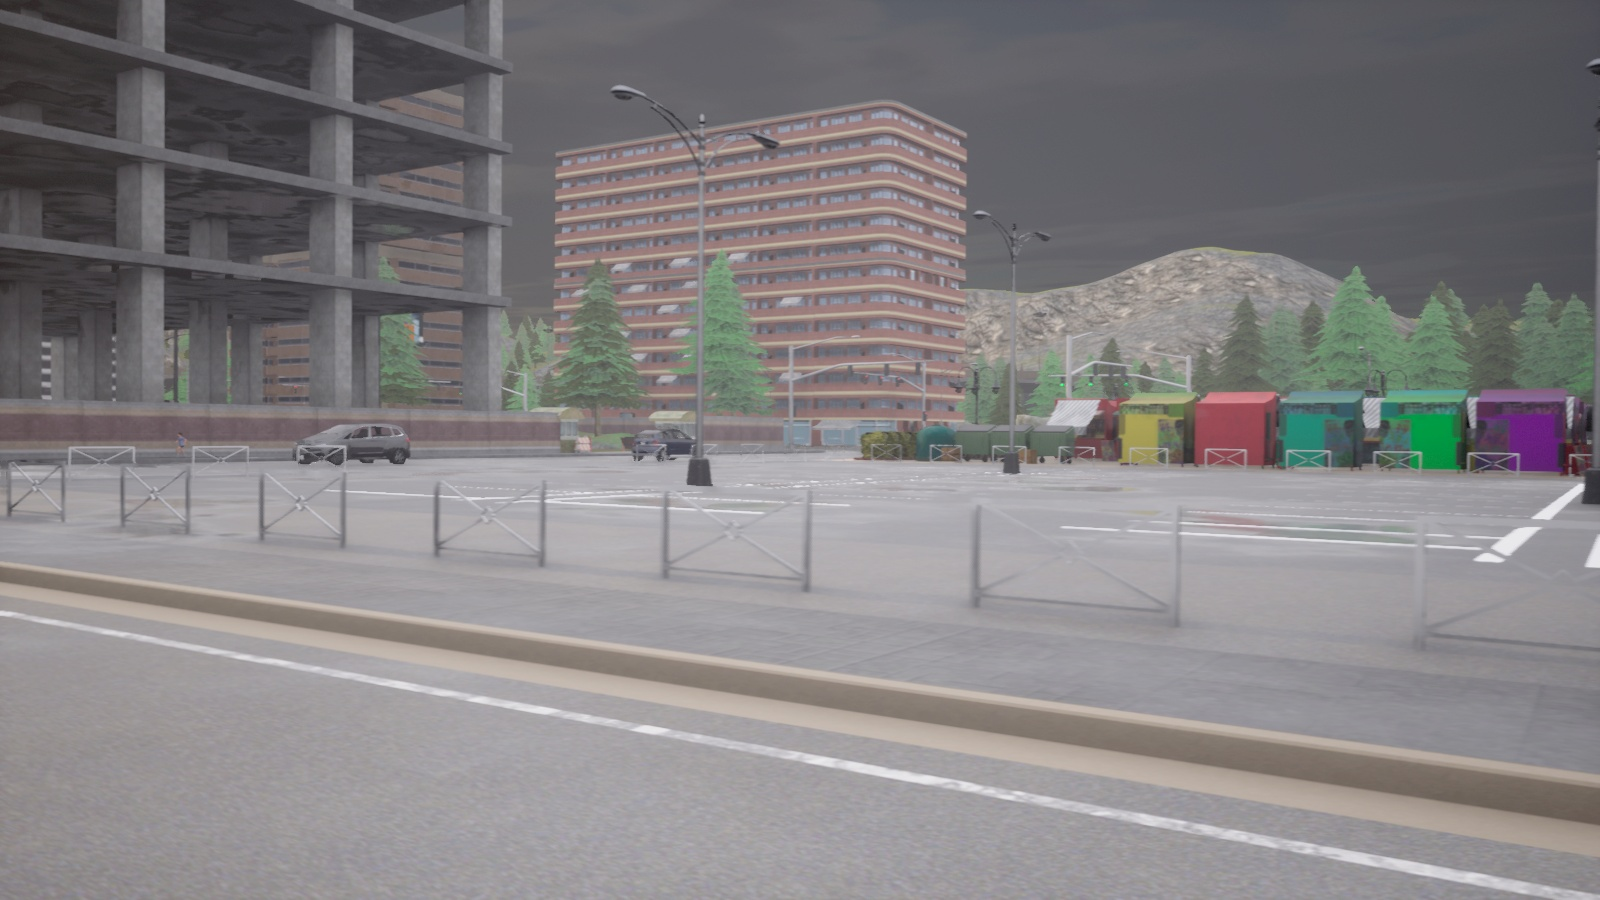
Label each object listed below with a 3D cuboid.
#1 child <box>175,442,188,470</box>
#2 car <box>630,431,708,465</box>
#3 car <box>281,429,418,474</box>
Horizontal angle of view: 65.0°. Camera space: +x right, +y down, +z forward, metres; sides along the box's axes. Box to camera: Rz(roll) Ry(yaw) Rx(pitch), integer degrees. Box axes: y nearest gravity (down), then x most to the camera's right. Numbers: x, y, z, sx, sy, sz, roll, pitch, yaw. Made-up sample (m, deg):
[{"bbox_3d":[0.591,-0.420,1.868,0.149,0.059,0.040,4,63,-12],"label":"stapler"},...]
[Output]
[{"bbox_3d":[-25.195,0.240,51.191,0.255,1.110,0.394,0,1,45],"label":"child"},{"bbox_3d":[-6.232,-0.109,60.103,1.789,1.549,3.705,0,1,33],"label":"car"},{"bbox_3d":[-17.602,0.008,49.222,2.242,1.667,4.611,0,1,33],"label":"car"}]
